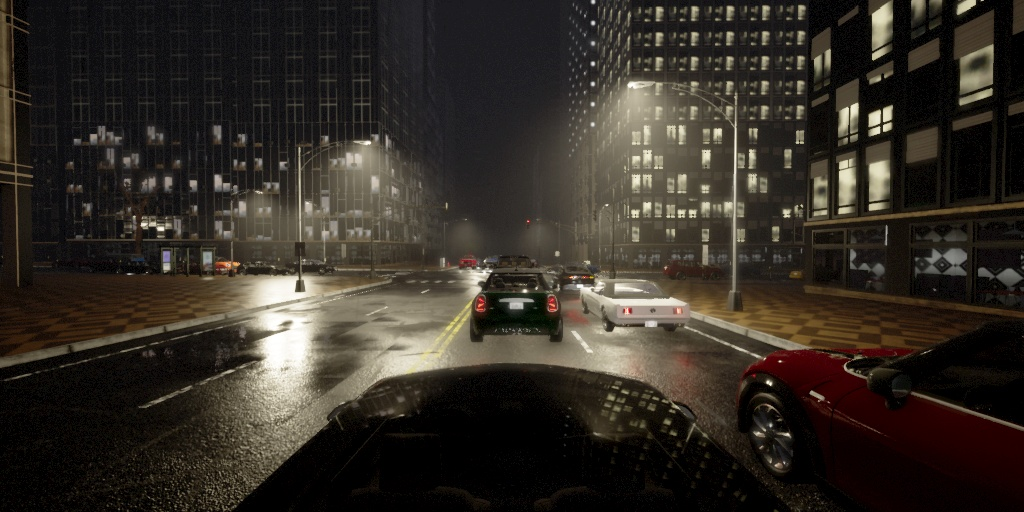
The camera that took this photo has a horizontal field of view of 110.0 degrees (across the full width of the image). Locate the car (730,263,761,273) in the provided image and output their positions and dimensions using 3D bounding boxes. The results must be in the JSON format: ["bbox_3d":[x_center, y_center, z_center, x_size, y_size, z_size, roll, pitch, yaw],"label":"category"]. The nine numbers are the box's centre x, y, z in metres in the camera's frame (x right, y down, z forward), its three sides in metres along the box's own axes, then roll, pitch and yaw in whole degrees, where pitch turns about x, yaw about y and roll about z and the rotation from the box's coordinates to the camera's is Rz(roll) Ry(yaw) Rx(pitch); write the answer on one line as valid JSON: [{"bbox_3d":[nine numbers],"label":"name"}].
[{"bbox_3d":[23.153,1.468,37.885,5.357,1.411,2.033,0,1,1],"label":"car"}]

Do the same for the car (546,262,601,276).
[{"bbox_3d":[6.386,1.332,37.477,5.357,1.411,2.033,0,1,-11],"label":"car"}]

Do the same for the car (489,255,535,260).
[{"bbox_3d":[0.103,0.963,19.600,2.150,2.045,5.566,0,0,0],"label":"car"}]

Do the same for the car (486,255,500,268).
[{"bbox_3d":[-3.314,0.925,62.602,2.150,2.045,5.566,0,0,0],"label":"car"}]

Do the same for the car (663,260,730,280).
[{"bbox_3d":[16.198,1.268,32.230,5.009,1.841,2.192,0,0,1],"label":"car"}]

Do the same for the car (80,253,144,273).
[{"bbox_3d":[-39.417,0.764,35.817,4.553,1.767,2.097,1,1,1],"label":"car"}]

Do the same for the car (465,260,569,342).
[{"bbox_3d":[0.101,1.099,9.888,2.097,1.767,4.553,0,0,0],"label":"car"}]

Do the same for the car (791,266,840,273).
[{"bbox_3d":[27.647,1.578,32.031,4.829,1.417,1.751,0,0,1],"label":"car"}]

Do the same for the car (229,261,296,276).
[{"bbox_3d":[-22.726,1.173,32.763,4.313,1.339,1.948,0,0,1],"label":"car"}]

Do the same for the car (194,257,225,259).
[{"bbox_3d":[-29.422,0.855,35.607,4.553,1.767,2.097,1,1,1],"label":"car"}]

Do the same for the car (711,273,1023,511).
[{"bbox_3d":[3.350,1.102,1.821,2.097,1.767,4.553,0,0,0],"label":"car"}]

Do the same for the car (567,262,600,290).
[{"bbox_3d":[3.353,1.245,20.097,1.837,1.490,4.892,0,0,0],"label":"car"}]

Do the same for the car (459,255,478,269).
[{"bbox_3d":[-6.590,0.935,53.972,2.150,2.045,5.566,0,0,0],"label":"car"}]

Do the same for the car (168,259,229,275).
[{"bbox_3d":[-28.410,1.138,32.897,4.207,1.307,1.802,0,0,1],"label":"car"}]

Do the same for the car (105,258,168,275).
[{"bbox_3d":[-34.091,1.069,33.071,4.313,1.339,1.948,0,0,1],"label":"car"}]

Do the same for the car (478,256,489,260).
[{"bbox_3d":[-3.336,1.206,52.439,2.128,1.511,4.902,0,0,0],"label":"car"}]

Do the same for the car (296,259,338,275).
[{"bbox_3d":[-19.804,1.081,35.411,4.902,1.511,2.128,1,1,1],"label":"car"}]

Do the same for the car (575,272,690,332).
[{"bbox_3d":[3.352,1.347,10.839,1.895,1.301,4.718,0,0,0],"label":"car"}]
